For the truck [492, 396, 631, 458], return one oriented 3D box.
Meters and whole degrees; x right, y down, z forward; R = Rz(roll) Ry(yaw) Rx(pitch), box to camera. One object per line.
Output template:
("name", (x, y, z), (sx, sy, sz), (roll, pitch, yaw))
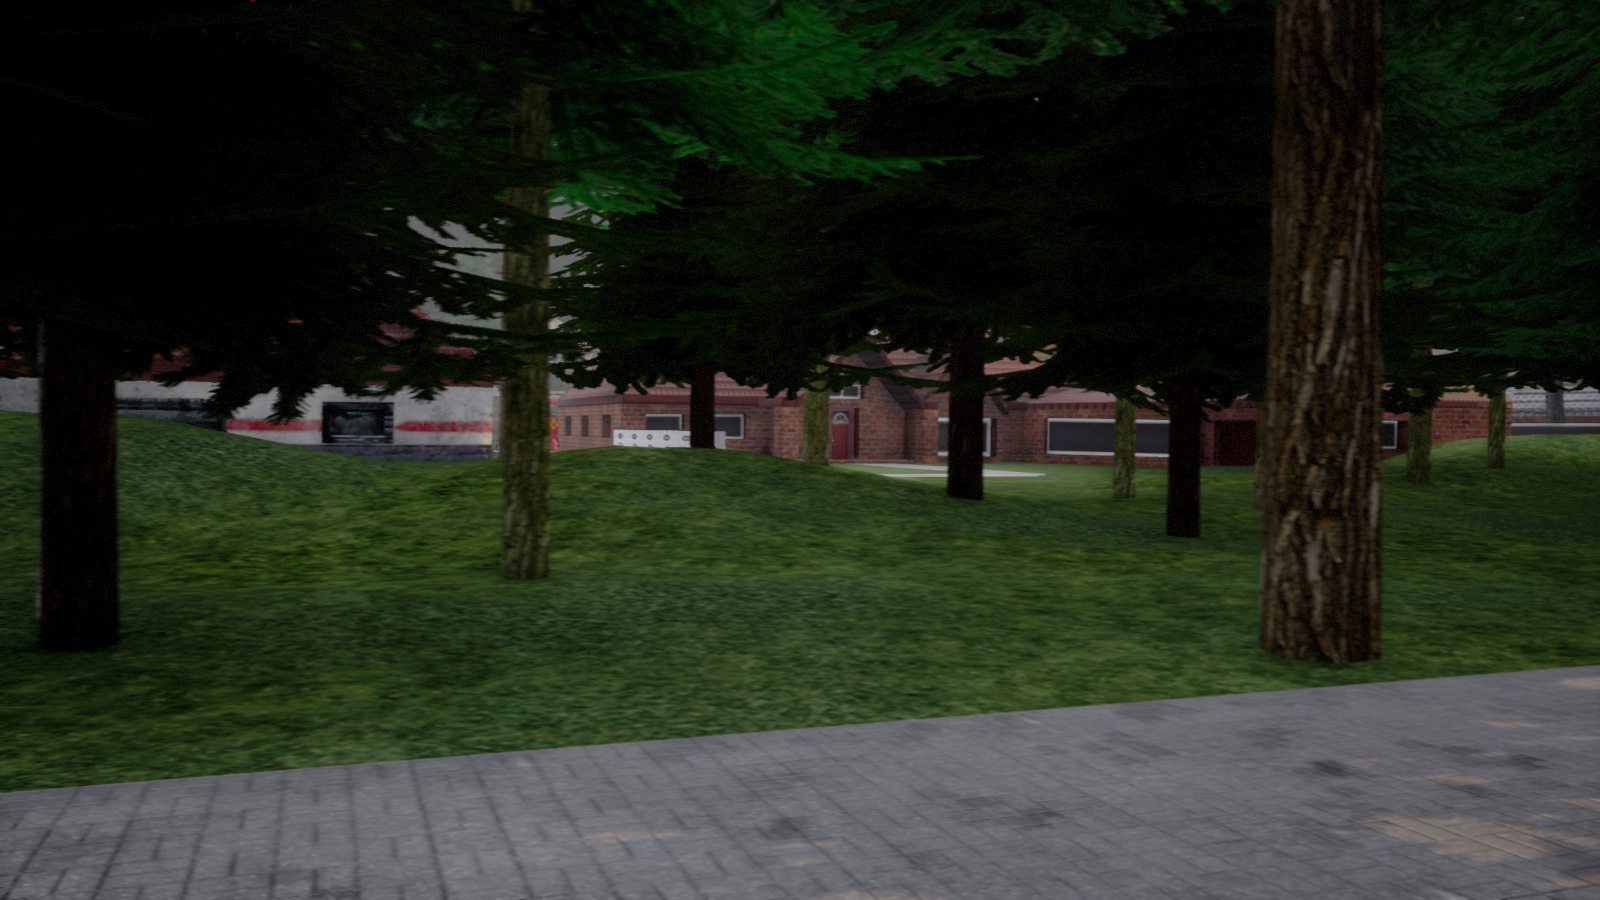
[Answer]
("truck", (-15.472, -1.526, 81.500), (8.468, 3.827, 2.891), (-1, 1, -21))
